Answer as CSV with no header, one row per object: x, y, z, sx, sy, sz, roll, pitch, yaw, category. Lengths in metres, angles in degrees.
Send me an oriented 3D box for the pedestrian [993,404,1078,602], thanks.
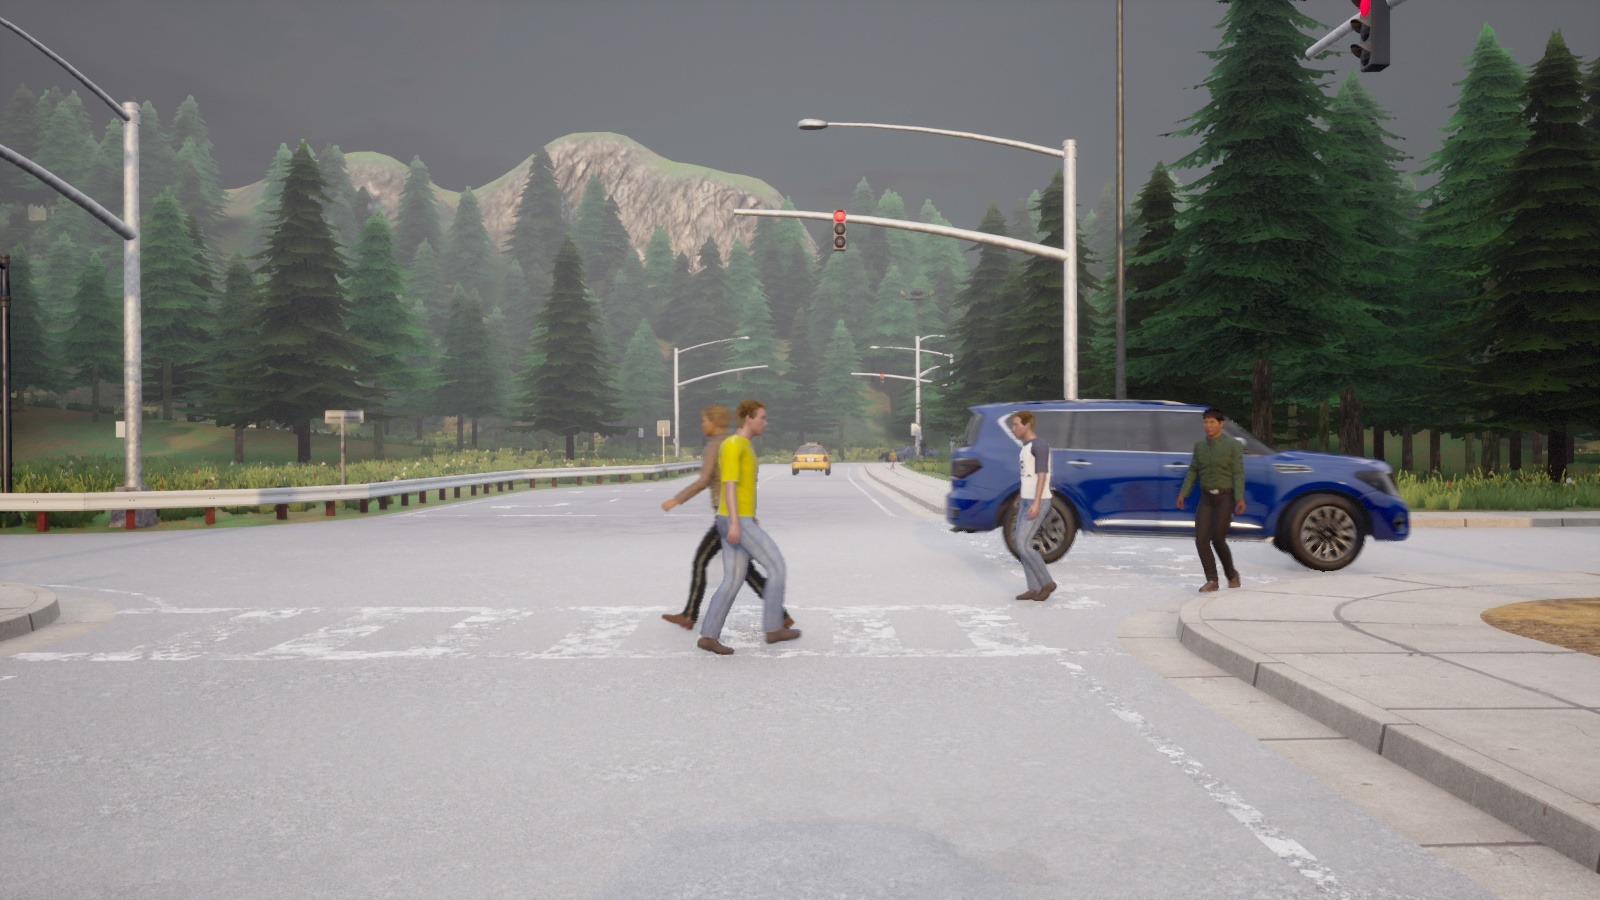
2.223,0.487,11.874,0.706,1.836,0.354,0,0,-6,pedestrian

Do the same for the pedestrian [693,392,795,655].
-0.397,0.512,8.942,0.706,1.836,0.354,0,0,-2,pedestrian

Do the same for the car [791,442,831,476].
0.568,0.395,60.659,1.801,1.575,5.366,0,0,2,car

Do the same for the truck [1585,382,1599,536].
15.399,0.143,19.159,5.204,2.467,2.627,0,0,1,truck

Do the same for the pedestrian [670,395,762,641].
-0.641,0.509,9.628,0.634,1.846,0.331,0,0,11,pedestrian

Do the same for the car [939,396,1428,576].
4.683,0.396,15.974,5.566,2.045,2.150,0,1,13,car

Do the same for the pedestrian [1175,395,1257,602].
4.059,0.457,12.241,0.788,1.949,0.423,0,0,-42,pedestrian
